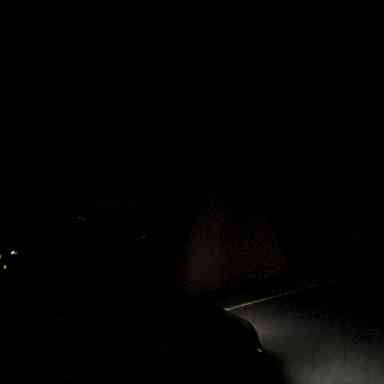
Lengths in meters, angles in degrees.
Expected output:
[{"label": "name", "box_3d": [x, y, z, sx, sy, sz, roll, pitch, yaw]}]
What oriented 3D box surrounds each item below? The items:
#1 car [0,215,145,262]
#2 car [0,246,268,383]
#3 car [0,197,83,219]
[{"label": "car", "box_3d": [-3.499, 1.566, 10.094, 4.181, 1.385, 1.994, 0, 0, -36]}, {"label": "car", "box_3d": [-1.471, 1.505, 2.696, 4.892, 1.490, 1.837, 0, 0, -36]}, {"label": "car", "box_3d": [-6.744, 1.221, 12.079, 5.566, 2.045, 2.150, 0, 0, -36]}]
